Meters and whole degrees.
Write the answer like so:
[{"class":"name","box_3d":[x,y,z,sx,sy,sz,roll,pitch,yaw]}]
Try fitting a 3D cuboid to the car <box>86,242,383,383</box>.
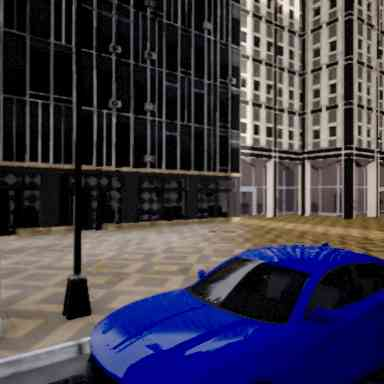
[{"class":"car","box_3d":[1.234,1.481,4.252,5.008,1.535,1.882,0,0,-36]}]
